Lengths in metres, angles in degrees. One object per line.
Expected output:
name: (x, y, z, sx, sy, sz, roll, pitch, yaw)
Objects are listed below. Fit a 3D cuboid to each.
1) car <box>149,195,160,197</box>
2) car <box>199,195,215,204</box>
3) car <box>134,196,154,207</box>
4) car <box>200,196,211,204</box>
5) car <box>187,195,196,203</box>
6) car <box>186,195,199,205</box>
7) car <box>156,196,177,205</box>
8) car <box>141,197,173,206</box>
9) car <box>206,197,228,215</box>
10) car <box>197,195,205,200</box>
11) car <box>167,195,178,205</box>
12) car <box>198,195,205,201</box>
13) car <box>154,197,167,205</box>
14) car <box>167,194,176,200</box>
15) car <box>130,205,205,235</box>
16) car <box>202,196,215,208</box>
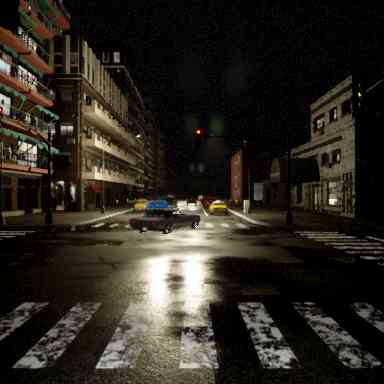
car: (-5.748, 1.351, 50.420, 2.192, 1.841, 5.009, 0, 0, 0)
car: (2.633, 1.351, 50.431, 2.192, 1.841, 5.009, 0, 0, 0)
car: (-5.735, 1.549, 39.171, 1.752, 1.417, 4.829, 0, 0, 0)
car: (2.612, 1.612, 67.048, 2.008, 1.369, 4.403, 0, 0, 0)
car: (-0.084, 1.435, 70.619, 1.882, 1.535, 5.008, 0, 0, 0)
car: (-0.072, 1.598, 60.199, 2.033, 1.411, 5.357, 0, 0, 0)
car: (-3.130, 1.550, 39.950, 1.812, 1.442, 4.674, 0, 0, 0)
car: (-3.136, 1.494, 30.672, 1.882, 1.535, 5.008, 0, 0, 0)
car: (2.652, 1.544, 33.983, 1.752, 1.417, 4.829, 0, 0, 0)
car: (2.578, 1.670, 94.744, 2.008, 1.369, 4.403, 0, 0, 0)
car: (-3.135, 1.541, 50.018, 1.837, 1.490, 4.892, 0, 0, 0)
car: (2.584, 1.632, 89.375, 1.752, 1.417, 4.829, 0, 0, 0)
car: (-5.762, 1.603, 61.498, 2.008, 1.369, 4.403, 0, 0, 0)
car: (-5.802, 1.434, 94.734, 2.192, 1.841, 5.009, 0, 0, 0)
car: (-1.352, 1.625, 19.133, 1.895, 1.301, 4.718, 0, 0, 30)
car: (2.639, 1.612, 44.891, 1.802, 1.307, 4.206, 0, 0, 0)
